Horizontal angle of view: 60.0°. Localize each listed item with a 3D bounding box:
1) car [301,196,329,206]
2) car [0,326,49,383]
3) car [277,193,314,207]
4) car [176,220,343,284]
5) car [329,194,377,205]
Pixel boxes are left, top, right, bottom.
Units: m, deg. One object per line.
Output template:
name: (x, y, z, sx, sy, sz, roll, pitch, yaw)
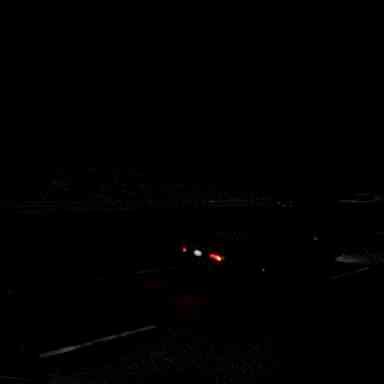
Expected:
car: (14.752, 1.460, 36.765, 4.902, 1.511, 2.128, 0, 0, -37)
car: (-3.055, 1.353, 1.568, 4.553, 1.767, 2.097, 0, 0, -36)
car: (12.546, 1.188, 39.488, 5.566, 2.045, 2.150, 0, 0, -37)
car: (2.158, 1.545, 9.642, 5.357, 1.411, 2.033, 0, 0, -36)
car: (16.785, 1.192, 33.918, 5.566, 2.045, 2.150, 0, 0, -37)
